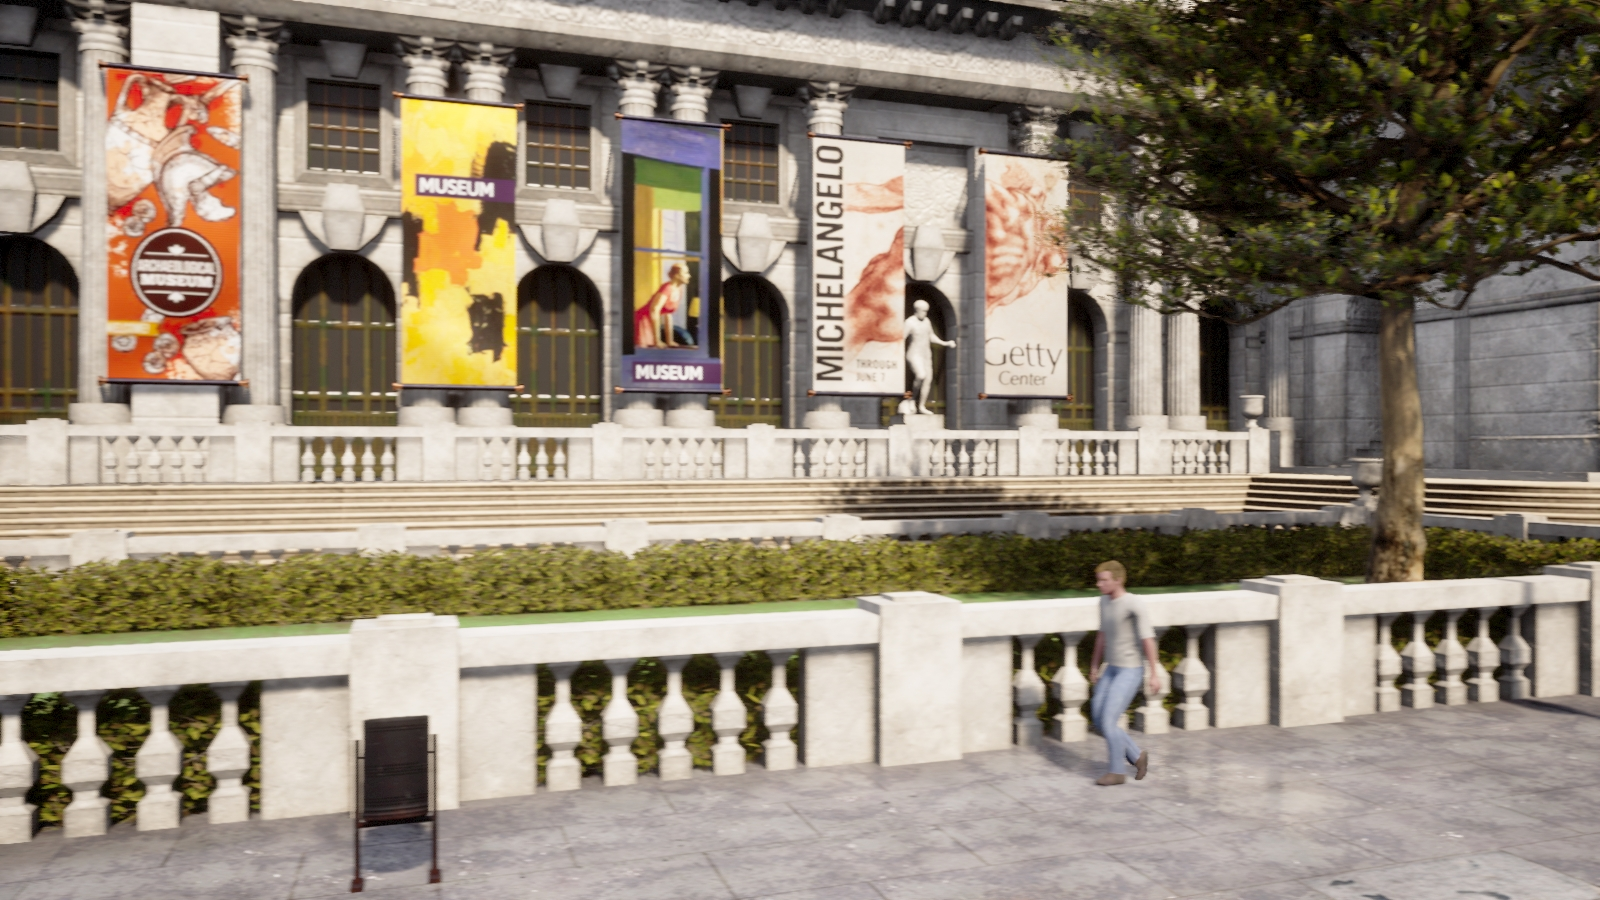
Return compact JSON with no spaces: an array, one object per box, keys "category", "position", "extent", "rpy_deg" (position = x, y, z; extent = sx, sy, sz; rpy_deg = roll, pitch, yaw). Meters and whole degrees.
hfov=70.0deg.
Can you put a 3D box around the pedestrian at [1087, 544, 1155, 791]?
[{"category":"pedestrian","position":[2.533,1.695,9.036],"extent":[0.375,1.860,0.375],"rpy_deg":[0,0,-18]}]
